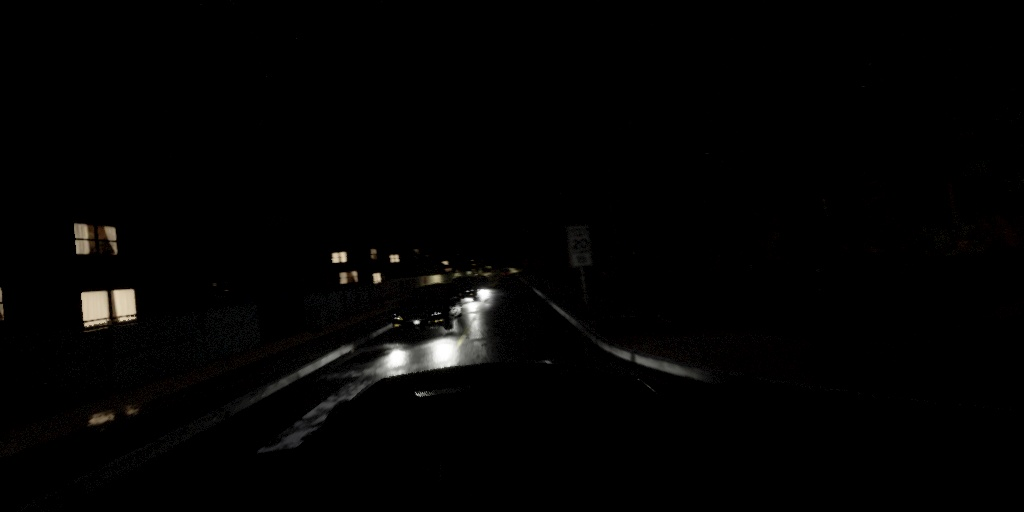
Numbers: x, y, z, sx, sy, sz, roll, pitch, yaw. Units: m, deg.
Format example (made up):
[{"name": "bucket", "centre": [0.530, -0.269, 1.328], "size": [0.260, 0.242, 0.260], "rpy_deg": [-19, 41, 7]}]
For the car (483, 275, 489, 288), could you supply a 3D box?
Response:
[{"name": "car", "centre": [-3.372, 2.564, 35.750], "size": [1.895, 1.301, 4.718], "rpy_deg": [-6, -1, -1]}]

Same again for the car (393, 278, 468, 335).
[{"name": "car", "centre": [-3.012, 1.861, 13.511], "size": [1.837, 1.490, 4.892], "rpy_deg": [-6, -1, -1]}]

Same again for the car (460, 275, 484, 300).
[{"name": "car", "centre": [-3.189, 2.143, 23.774], "size": [1.837, 1.490, 4.892], "rpy_deg": [-6, -2, -1]}]
